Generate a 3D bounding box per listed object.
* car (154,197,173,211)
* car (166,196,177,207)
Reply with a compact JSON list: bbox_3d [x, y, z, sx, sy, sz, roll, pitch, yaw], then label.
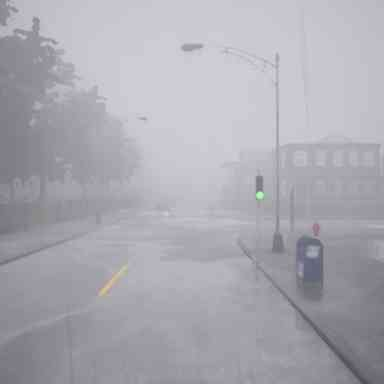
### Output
[{"bbox_3d":[-4.063,1.817,46.135,1.882,1.535,5.008,0,0,0],"label":"car"},{"bbox_3d":[-3.986,1.706,61.795,2.150,2.045,5.566,0,0,0],"label":"car"}]
